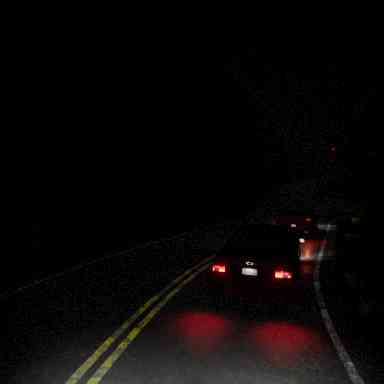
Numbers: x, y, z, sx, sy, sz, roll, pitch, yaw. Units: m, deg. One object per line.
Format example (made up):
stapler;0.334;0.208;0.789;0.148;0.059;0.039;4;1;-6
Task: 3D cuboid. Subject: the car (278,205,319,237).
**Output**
car;5.932;1.487;18.482;1.882;1.535;5.008;2;1;23

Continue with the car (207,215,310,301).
car;1.859;1.549;8.630;2.033;1.411;5.357;2;0;18
